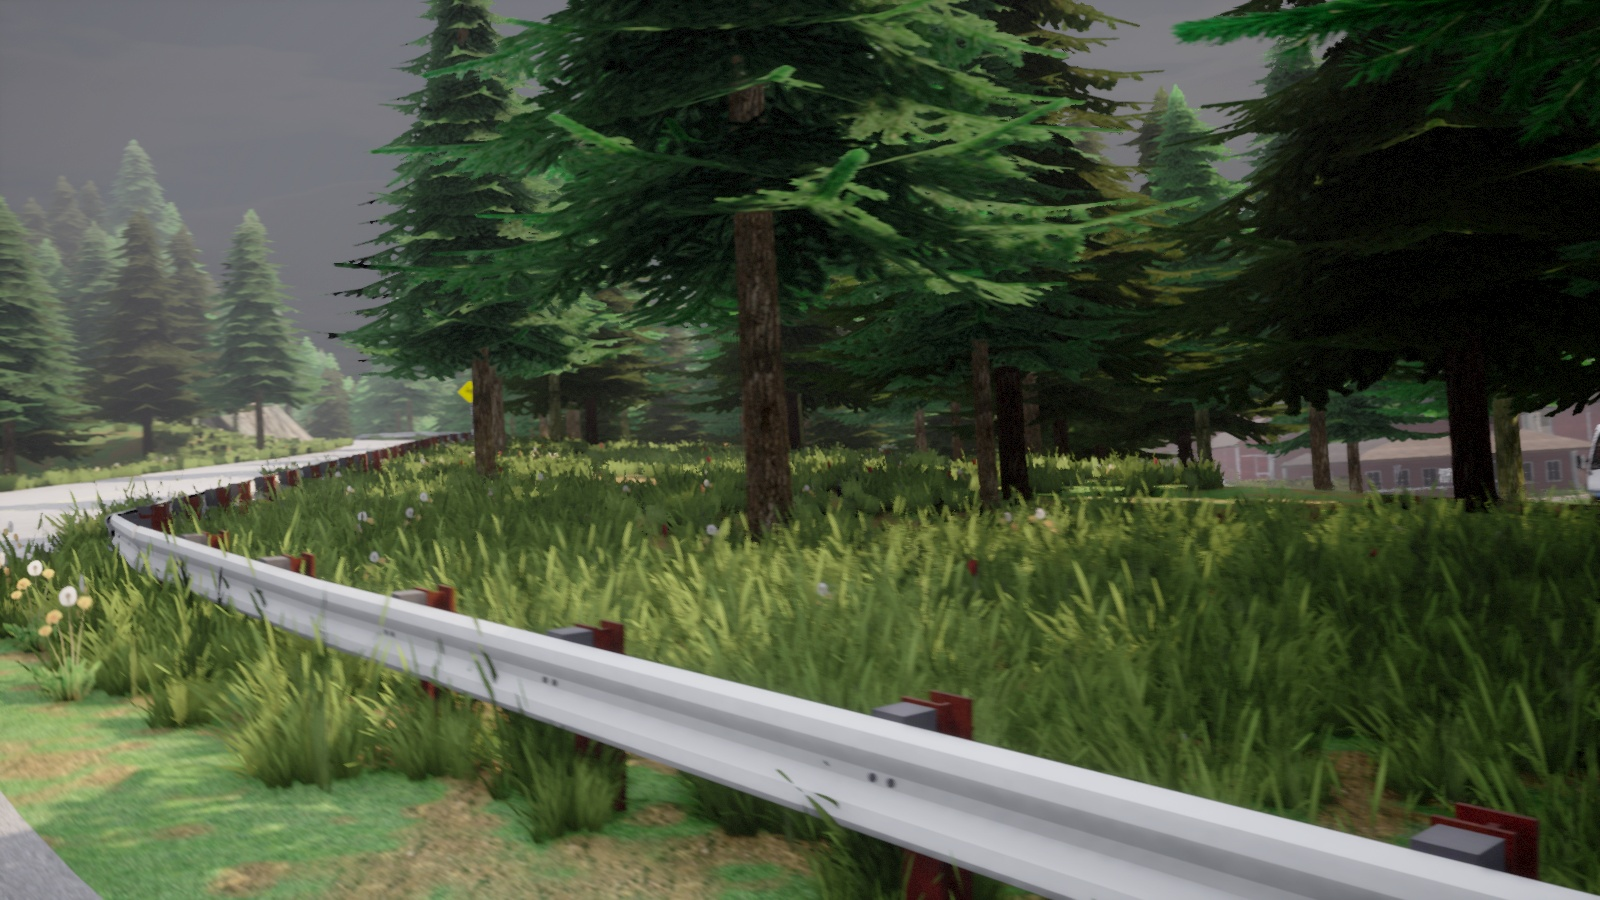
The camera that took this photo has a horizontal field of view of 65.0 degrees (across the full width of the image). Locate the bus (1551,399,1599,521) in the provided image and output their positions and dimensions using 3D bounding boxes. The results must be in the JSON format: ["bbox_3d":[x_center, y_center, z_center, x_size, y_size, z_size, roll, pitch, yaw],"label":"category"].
[{"bbox_3d":[29.977,0.098,41.173,3.944,4.253,10.273,-4,-2,-2],"label":"bus"}]
